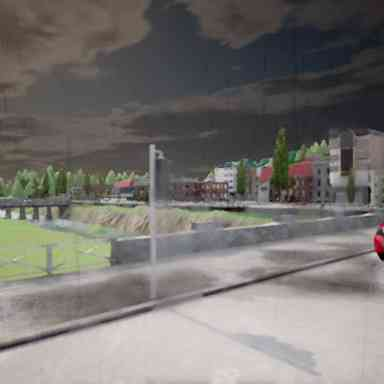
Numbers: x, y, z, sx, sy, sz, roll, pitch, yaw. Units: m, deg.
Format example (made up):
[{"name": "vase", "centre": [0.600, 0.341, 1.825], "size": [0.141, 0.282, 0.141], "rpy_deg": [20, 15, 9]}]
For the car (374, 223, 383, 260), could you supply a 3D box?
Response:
[{"name": "car", "centre": [8.456, 1.267, 11.541], "size": [5.566, 2.045, 2.150], "rpy_deg": [0, -1, -39]}]
